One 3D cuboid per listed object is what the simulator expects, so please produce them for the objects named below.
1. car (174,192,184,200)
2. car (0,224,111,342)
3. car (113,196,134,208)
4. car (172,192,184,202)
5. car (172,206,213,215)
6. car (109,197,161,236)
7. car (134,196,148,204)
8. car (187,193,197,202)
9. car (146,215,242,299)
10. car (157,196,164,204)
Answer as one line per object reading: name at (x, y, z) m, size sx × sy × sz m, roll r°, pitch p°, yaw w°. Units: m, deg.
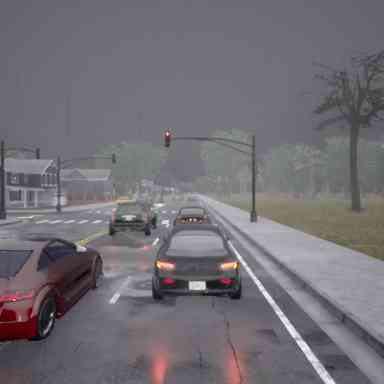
car at (-3.268, 1.014, 85.070) m, size 2.150 × 2.045 × 5.566 m, roll 0°, pitch 0°, yaw 0°
car at (-3.149, 1.562, 6.483) m, size 1.994 × 1.385 × 4.181 m, roll 0°, pitch 0°, yaw 0°
car at (-9.849, 1.455, 48.207) m, size 1.882 × 1.535 × 5.008 m, roll 0°, pitch 0°, yaw 0°
car at (-3.266, 1.298, 75.006) m, size 2.097 × 1.767 × 4.553 m, roll 0°, pitch 0°, yaw 0°
car at (0.031, 1.501, 17.424) m, size 1.837 × 1.490 × 4.892 m, roll 0°, pitch 0°, yaw 1°
car at (-3.164, 1.349, 18.655) m, size 2.097 × 1.767 × 4.553 m, roll 0°, pitch 0°, yaw 0°
car at (-9.798, 1.524, 64.485) m, size 1.994 × 1.385 × 4.181 m, roll 0°, pitch 0°, yaw 1°
car at (-0.016, 1.495, 75.036) m, size 1.994 × 1.385 × 4.181 m, roll 0°, pitch 0°, yaw 0°
car at (0.099, 1.524, 8.295) m, size 1.812 × 1.442 × 4.674 m, roll 0°, pitch 0°, yaw 0°
car at (-6.553, 1.452, 64.493) m, size 2.128 × 1.511 × 4.902 m, roll 0°, pitch 0°, yaw 1°
